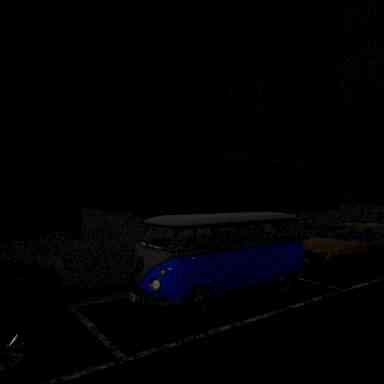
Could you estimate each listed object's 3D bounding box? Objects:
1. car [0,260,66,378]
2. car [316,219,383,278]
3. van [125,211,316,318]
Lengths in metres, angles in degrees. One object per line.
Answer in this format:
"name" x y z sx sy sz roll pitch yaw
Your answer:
"car" -3.779 1.566 3.956 4.313 1.339 1.947 0 0 -36
"car" 4.933 1.526 10.177 4.829 1.417 1.752 0 0 -36
"van" 0.646 1.341 7.116 3.998 1.788 1.690 0 0 -36
